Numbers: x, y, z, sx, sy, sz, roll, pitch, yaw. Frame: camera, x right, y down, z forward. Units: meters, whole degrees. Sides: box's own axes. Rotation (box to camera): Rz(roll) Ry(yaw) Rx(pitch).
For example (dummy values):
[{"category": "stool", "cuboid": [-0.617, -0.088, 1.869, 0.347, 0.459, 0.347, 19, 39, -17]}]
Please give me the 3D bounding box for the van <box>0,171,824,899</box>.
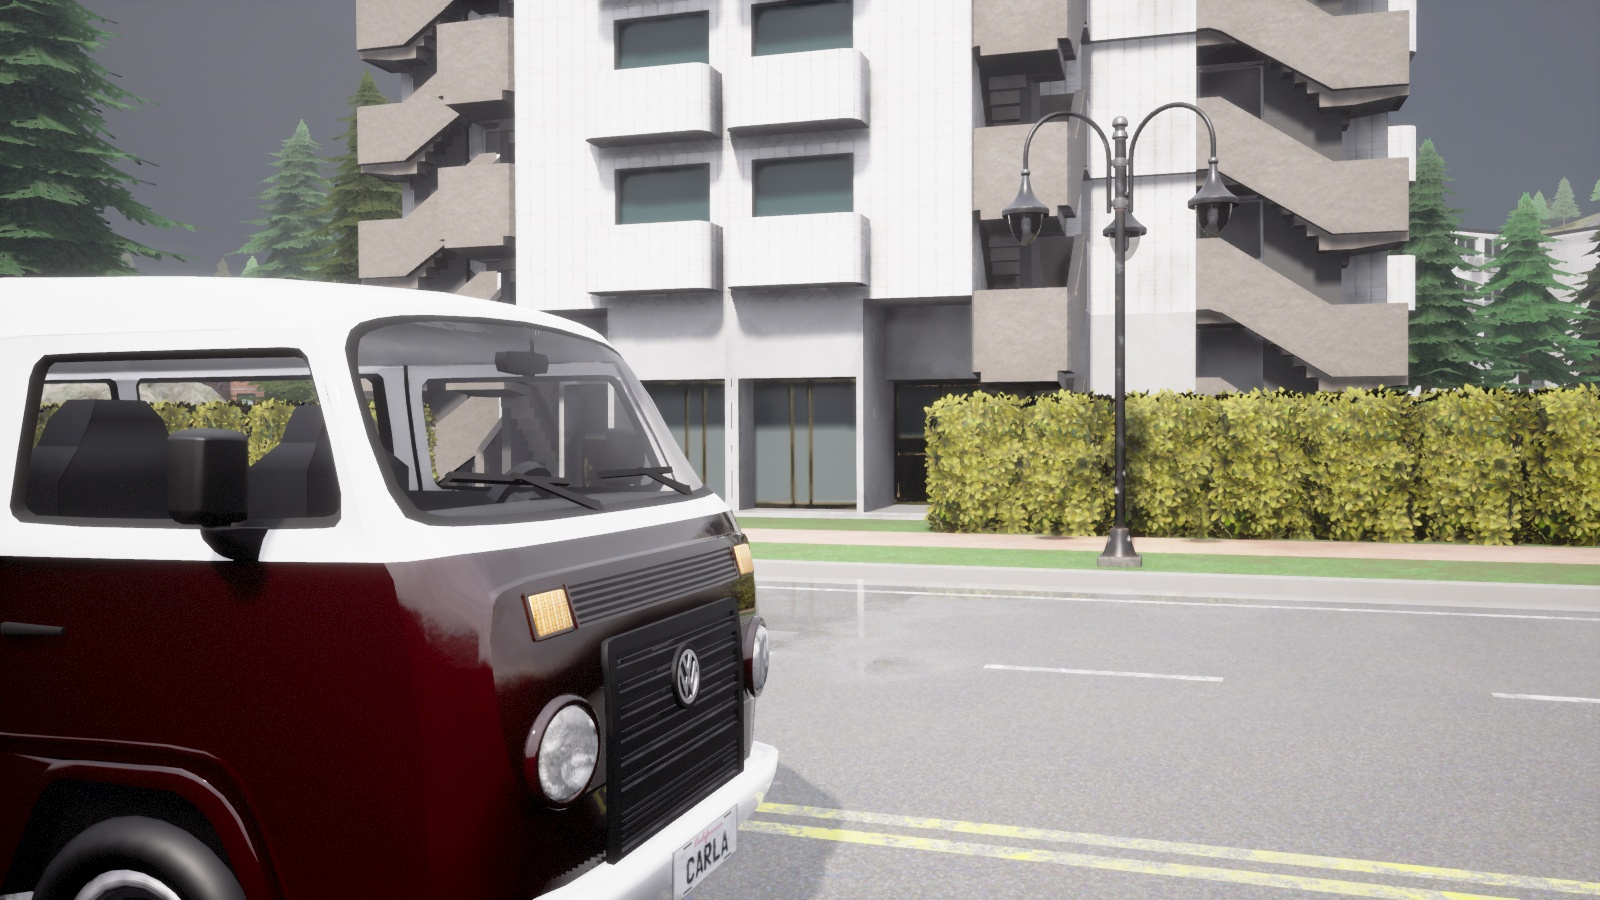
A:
[{"category": "van", "cuboid": [-2.375, 0.477, 3.985, 4.480, 2.038, 2.069, 1, 1, 18]}]
